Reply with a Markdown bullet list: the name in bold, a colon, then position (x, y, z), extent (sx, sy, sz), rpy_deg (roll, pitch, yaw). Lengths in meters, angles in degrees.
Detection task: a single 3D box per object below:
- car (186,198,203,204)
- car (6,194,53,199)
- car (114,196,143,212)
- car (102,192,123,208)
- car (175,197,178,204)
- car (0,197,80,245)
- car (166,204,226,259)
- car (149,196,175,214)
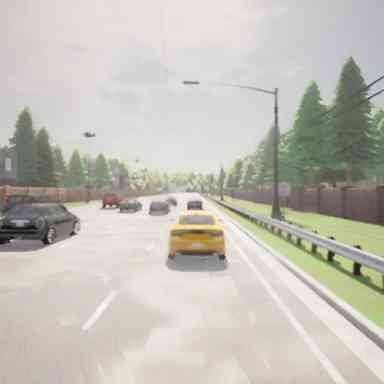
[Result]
- **car**: position (0.327, 1.395, 39.530), extent (2.128, 1.511, 4.902), rpy_deg (0, 0, 0)
- **car**: position (-10.278, 1.119, 22.064), extent (2.150, 2.045, 5.566), rpy_deg (0, 0, 0)
- **car**: position (-6.700, 1.424, 36.777), extent (2.033, 1.411, 5.357), rpy_deg (0, 0, 0)
- **car**: position (-10.199, 1.066, 43.823), extent (2.150, 2.045, 5.566), rpy_deg (0, 0, 1)
- **car**: position (-3.182, 1.383, 50.649), extent (1.812, 1.442, 4.674), rpy_deg (0, 0, 1)
- **car**: position (-6.818, 1.283, 15.290), extent (2.097, 1.767, 4.553), rpy_deg (0, 0, 0)
- **car**: position (0.165, 1.446, 12.557), extent (1.882, 1.535, 5.008), rpy_deg (0, 0, 0)
- **car**: position (-3.206, 1.390, 33.910), extent (2.128, 1.511, 4.902), rpy_deg (0, 0, 0)
